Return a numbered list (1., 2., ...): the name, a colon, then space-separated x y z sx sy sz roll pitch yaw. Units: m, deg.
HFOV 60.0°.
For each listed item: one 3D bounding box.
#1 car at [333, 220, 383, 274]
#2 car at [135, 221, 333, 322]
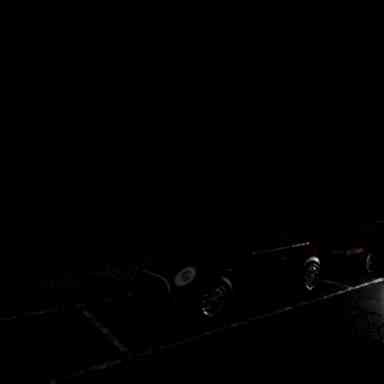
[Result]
1. car: 5.435 1.535 10.278 4.206 1.307 1.802 0 0 -35
2. car: 0.844 1.418 7.094 4.097 1.590 1.967 0 0 -35
